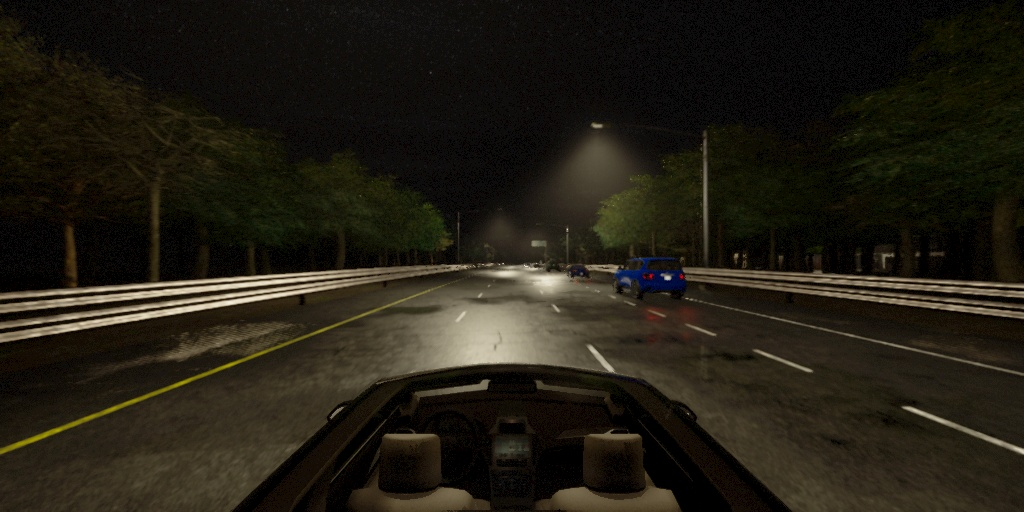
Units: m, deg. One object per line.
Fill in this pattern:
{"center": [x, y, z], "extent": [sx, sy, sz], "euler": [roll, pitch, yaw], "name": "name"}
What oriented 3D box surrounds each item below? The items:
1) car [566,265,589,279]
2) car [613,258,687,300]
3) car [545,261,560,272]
{"center": [7.084, 1.683, 38.794], "extent": [1.812, 1.442, 4.674], "euler": [0, -1, 0], "name": "car"}
{"center": [7.021, 1.114, 18.842], "extent": [2.150, 2.045, 5.566], "euler": [0, -1, 0], "name": "car"}
{"center": [7.226, 1.833, 63.814], "extent": [2.150, 2.045, 5.566], "euler": [0, -1, 0], "name": "car"}
